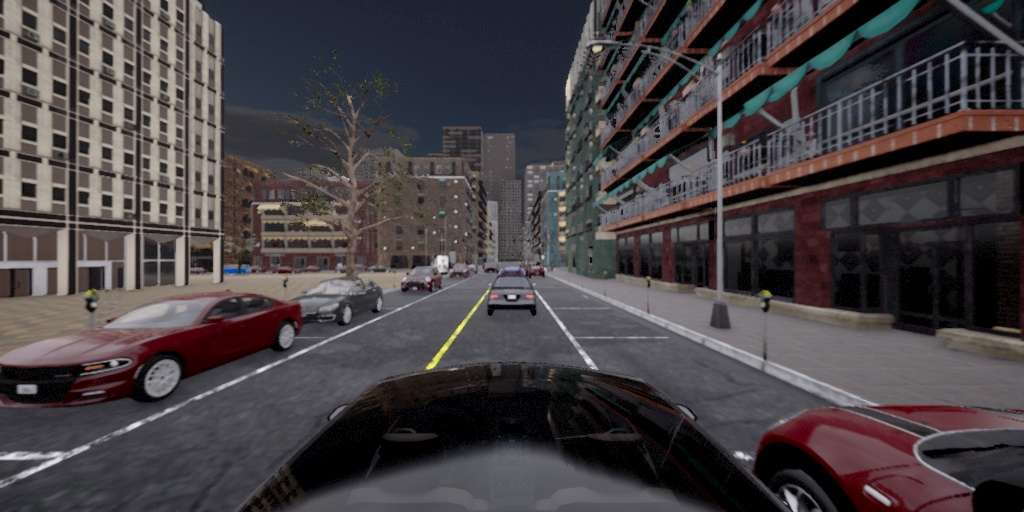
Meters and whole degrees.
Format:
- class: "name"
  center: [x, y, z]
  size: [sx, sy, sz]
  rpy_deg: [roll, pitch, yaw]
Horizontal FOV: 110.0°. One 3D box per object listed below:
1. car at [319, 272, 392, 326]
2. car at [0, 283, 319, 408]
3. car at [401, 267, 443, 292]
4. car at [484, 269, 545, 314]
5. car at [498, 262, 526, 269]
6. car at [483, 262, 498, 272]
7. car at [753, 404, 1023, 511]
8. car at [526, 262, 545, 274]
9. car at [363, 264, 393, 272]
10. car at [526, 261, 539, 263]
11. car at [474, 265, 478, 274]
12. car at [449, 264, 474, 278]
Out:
- class: "car"
  center: [-5.695, 1.407, 11.979]
  size: [2.007, 1.370, 4.403]
  rpy_deg: [0, 0, 0]
- class: "car"
  center: [-5.693, 1.344, 6.451]
  size: [1.888, 1.381, 4.507]
  rpy_deg: [0, 0, 0]
- class: "car"
  center: [-5.698, 1.412, 23.034]
  size: [1.967, 1.591, 4.097]
  rpy_deg: [0, 0, 0]
- class: "car"
  center: [0.006, 1.429, 14.364]
  size: [2.033, 1.411, 5.357]
  rpy_deg: [0, -1, 0]
- class: "car"
  center: [0.020, 1.535, 31.083]
  size: [1.882, 1.535, 5.008]
  rpy_deg: [0, 0, 1]
- class: "car"
  center: [-3.035, 1.653, 53.456]
  size: [2.097, 1.767, 4.553]
  rpy_deg: [0, -1, 0]
- class: "car"
  center: [2.690, 1.182, 0.927]
  size: [1.967, 1.591, 4.097]
  rpy_deg: [0, 0, 0]
- class: "car"
  center: [2.677, 1.696, 39.616]
  size: [1.888, 1.381, 4.507]
  rpy_deg: [0, 0, 0]
- class: "car"
  center: [-22.412, 2.279, 61.429]
  size: [4.403, 1.370, 2.007]
  rpy_deg: [0, 0, 0]
- class: "car"
  center: [2.676, 1.526, 45.144]
  size: [2.192, 1.841, 5.009]
  rpy_deg: [0, 0, 0]
- class: "car"
  center: [-5.707, 1.854, 50.670]
  size: [1.802, 1.307, 4.207]
  rpy_deg: [0, 0, 0]
- class: "car"
  center: [-5.704, 1.590, 39.615]
  size: [1.967, 1.591, 4.097]
  rpy_deg: [0, 0, 0]
